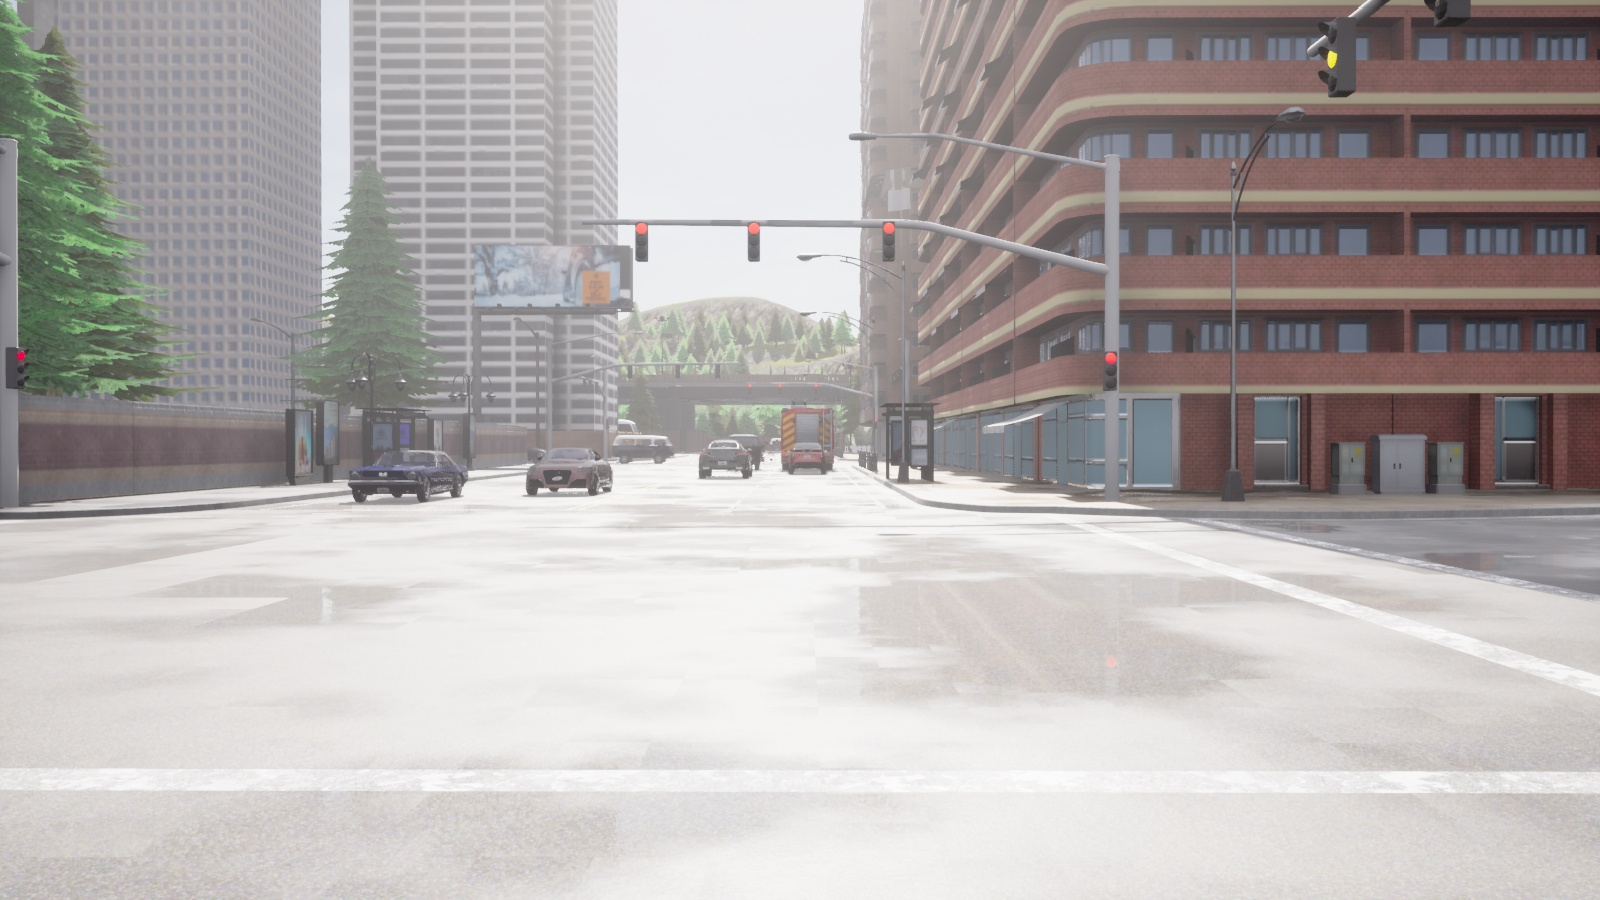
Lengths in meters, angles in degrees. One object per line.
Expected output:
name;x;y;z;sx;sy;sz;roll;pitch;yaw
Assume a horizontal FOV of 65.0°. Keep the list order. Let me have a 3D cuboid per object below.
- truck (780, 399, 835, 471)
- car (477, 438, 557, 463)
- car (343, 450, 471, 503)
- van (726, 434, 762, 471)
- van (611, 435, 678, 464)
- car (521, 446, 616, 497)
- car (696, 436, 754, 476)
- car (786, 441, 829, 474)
truck;0.412;-0.817;70.674;2.891;3.827;8.468;0;0;0
car;-19.453;0.021;86.594;5.027;1.651;2.152;0;0;1
car;-10.299;0.651;33.270;1.895;1.301;4.718;0;0;0
van;-3.095;0.104;69.619;1.775;1.987;4.442;0;0;0
van;-11.126;-0.047;90.003;4.480;2.038;2.069;0;0;1
car;-6.770;0.595;37.184;1.994;1.385;4.181;0;0;1
car;-3.181;0.216;54.241;2.152;1.651;5.027;0;0;0
car;0.355;0.351;60.665;2.007;1.525;4.514;0;0;0
